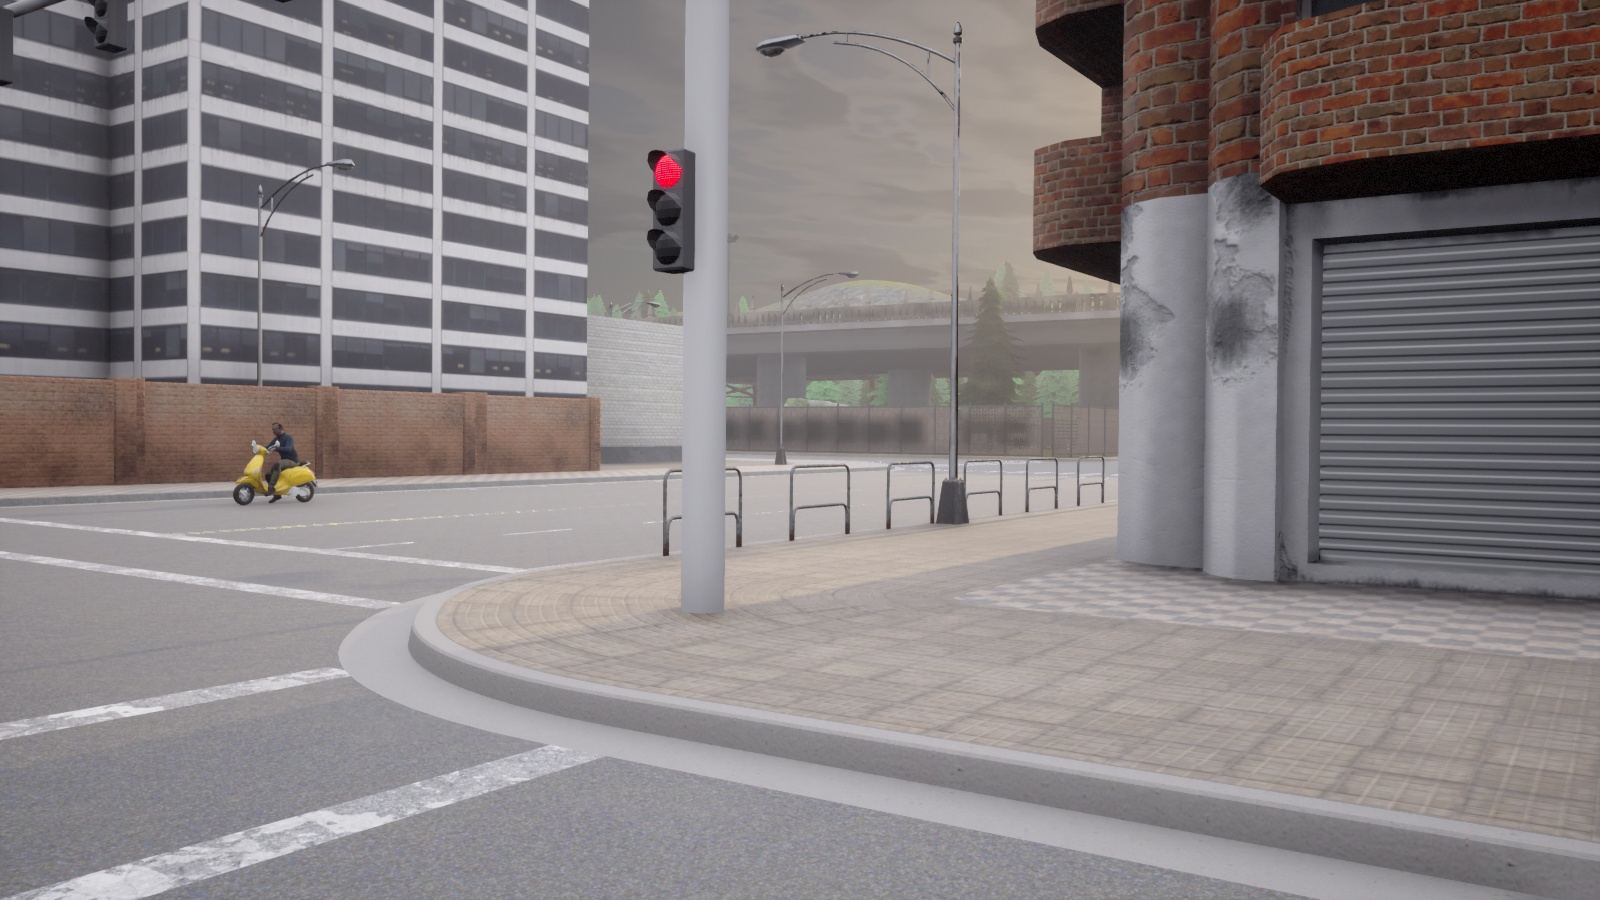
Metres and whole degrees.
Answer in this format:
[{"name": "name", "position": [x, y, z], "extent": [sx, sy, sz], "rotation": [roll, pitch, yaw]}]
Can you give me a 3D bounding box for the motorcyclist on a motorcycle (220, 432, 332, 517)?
[{"name": "motorcyclist on a motorcycle", "position": [-10.189, 0.443, 24.478], "extent": [0.866, 1.590, 1.817], "rotation": [0, 1, 33]}]
